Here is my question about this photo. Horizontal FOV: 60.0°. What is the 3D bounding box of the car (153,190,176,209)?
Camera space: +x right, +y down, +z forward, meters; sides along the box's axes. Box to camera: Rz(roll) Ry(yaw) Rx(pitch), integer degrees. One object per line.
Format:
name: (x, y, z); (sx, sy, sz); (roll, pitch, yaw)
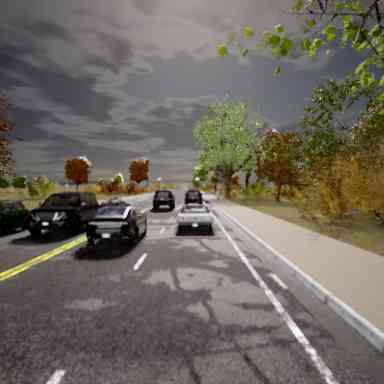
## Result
car: (-3.006, 0.791, 36.482); (2.150, 2.045, 5.566); (0, 1, 0)

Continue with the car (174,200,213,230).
car: (0.173, 1.376, 19.287); (1.895, 1.301, 4.718); (0, 1, 0)

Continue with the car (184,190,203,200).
car: (0.209, 0.730, 40.909); (2.150, 2.045, 5.566); (0, 1, 1)

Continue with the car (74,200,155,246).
car: (-3.097, 1.332, 14.437); (2.128, 1.511, 4.902); (0, 1, 0)

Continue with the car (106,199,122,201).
car: (-6.459, 1.251, 27.571); (1.994, 1.385, 4.181); (0, 1, 1)

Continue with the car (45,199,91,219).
car: (-9.716, 1.308, 26.524); (1.895, 1.301, 4.718); (0, 1, 0)

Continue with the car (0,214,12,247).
car: (-6.565, 1.480, 7.405); (2.033, 1.411, 5.357); (0, 1, 0)

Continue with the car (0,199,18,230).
car: (-9.772, 1.185, 16.230); (2.097, 1.767, 4.553); (0, 1, 0)

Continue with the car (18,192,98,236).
car: (-6.514, 1.031, 17.577); (2.150, 2.045, 5.566); (0, 1, 1)
